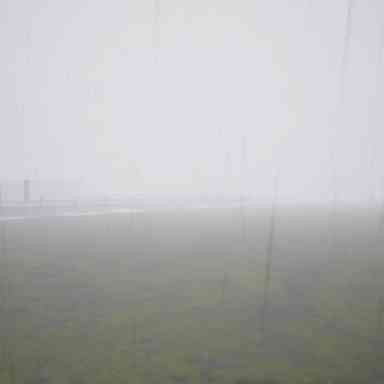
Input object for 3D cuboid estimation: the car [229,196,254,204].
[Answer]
[{"bbox_3d":[8.192,1.268,55.277,1.895,1.301,4.718,2,1,44],"label":"car"}]
